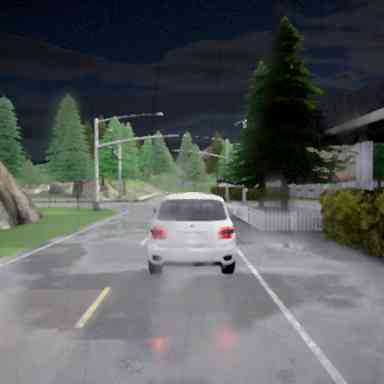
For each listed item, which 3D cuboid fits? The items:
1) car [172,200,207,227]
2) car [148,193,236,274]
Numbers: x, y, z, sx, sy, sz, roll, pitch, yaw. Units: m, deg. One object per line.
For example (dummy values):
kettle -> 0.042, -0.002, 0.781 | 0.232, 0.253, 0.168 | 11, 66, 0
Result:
car -> -0.166, 1.227, 20.605 | 1.895, 1.301, 4.718 | 0, 1, -1
car -> -0.026, 1.038, 10.067 | 2.150, 2.045, 5.566 | 0, 1, -1
